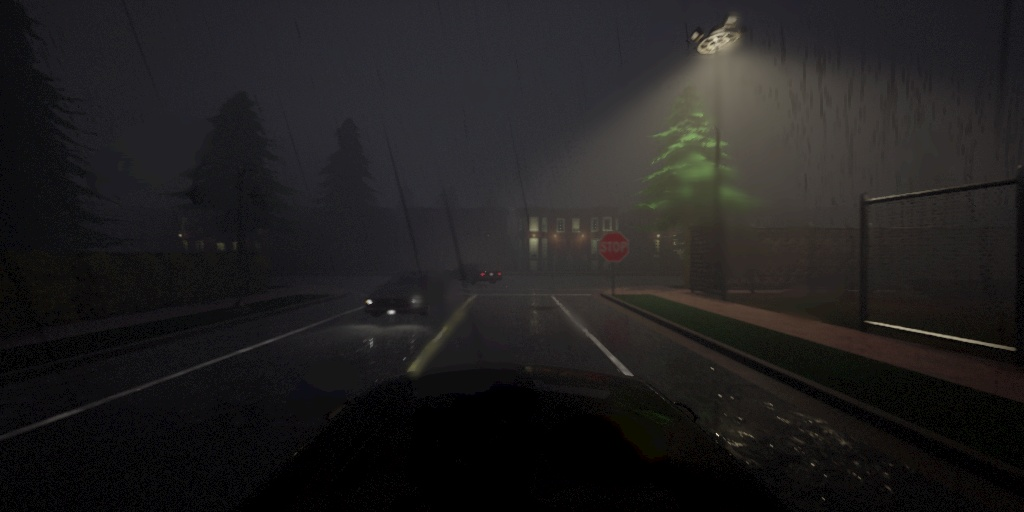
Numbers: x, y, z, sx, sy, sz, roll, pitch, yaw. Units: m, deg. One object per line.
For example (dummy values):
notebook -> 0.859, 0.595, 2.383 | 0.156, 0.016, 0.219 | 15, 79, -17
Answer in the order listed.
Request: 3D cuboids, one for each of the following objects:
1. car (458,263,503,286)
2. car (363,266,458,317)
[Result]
car -> -2.730, 1.156, 24.184 | 2.033, 1.411, 5.357 | 0, 0, -36
car -> -3.498, 1.234, 13.057 | 2.033, 1.411, 5.357 | 0, 0, 0
